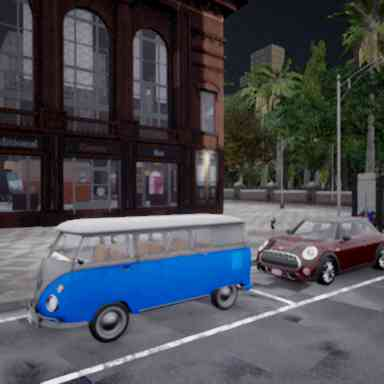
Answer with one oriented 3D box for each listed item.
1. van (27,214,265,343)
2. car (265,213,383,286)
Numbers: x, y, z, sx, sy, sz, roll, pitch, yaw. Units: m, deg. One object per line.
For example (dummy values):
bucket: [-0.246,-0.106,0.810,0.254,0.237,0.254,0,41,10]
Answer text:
van: [-0.707,1.340,6.160,3.998,1.788,1.690,0,0,-36]
car: [3.692,1.436,9.338,4.097,1.590,1.967,0,0,-36]
